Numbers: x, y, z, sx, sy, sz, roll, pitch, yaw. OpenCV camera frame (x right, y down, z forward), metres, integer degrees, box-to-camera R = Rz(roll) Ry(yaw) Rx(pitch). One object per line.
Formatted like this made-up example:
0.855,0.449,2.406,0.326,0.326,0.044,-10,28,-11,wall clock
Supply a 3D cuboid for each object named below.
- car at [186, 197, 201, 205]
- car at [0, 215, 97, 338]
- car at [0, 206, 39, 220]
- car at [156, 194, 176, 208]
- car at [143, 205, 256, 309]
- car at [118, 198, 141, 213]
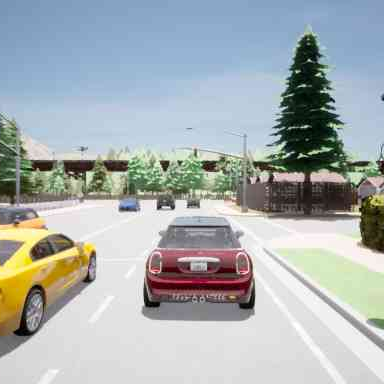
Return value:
0.208,1.505,47.102,1.837,1.490,4.892,0,0,1,car
-3.406,1.478,6.693,1.882,1.535,5.008,0,0,0,car
-7.077,1.352,12.035,2.097,1.767,4.553,0,0,0,car
-3.315,1.222,43.031,2.150,2.045,5.566,0,0,0,car
0.210,1.352,8.066,2.097,1.767,4.553,0,0,2,car
-7.013,1.477,37.534,1.882,1.535,5.008,0,0,0,car
